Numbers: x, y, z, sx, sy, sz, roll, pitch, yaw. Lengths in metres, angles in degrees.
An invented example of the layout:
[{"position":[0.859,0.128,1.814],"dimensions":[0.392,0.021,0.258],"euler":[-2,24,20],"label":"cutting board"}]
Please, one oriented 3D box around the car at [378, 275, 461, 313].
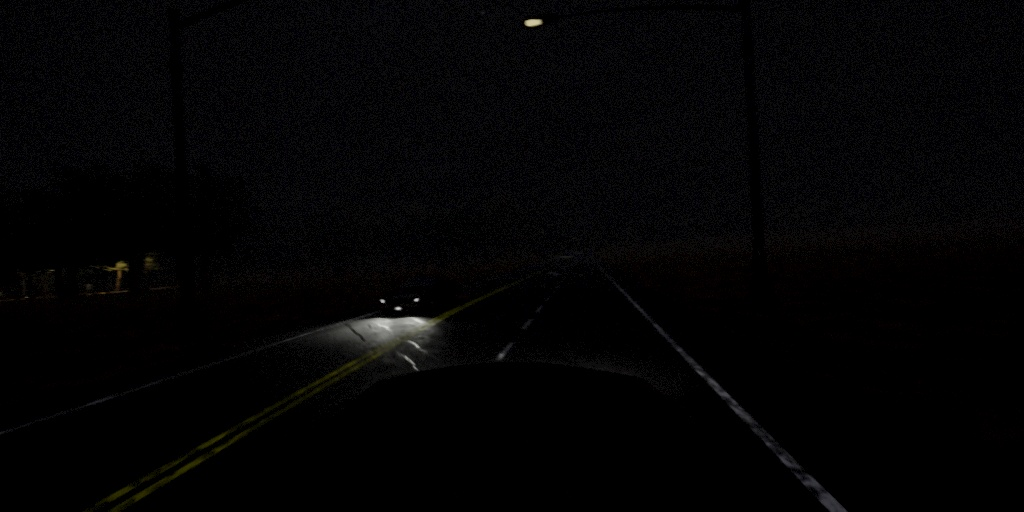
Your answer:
[{"position":[-3.826,1.560,15.995],"dimensions":[2.033,1.411,5.357],"euler":[-3,0,10],"label":"car"}]
